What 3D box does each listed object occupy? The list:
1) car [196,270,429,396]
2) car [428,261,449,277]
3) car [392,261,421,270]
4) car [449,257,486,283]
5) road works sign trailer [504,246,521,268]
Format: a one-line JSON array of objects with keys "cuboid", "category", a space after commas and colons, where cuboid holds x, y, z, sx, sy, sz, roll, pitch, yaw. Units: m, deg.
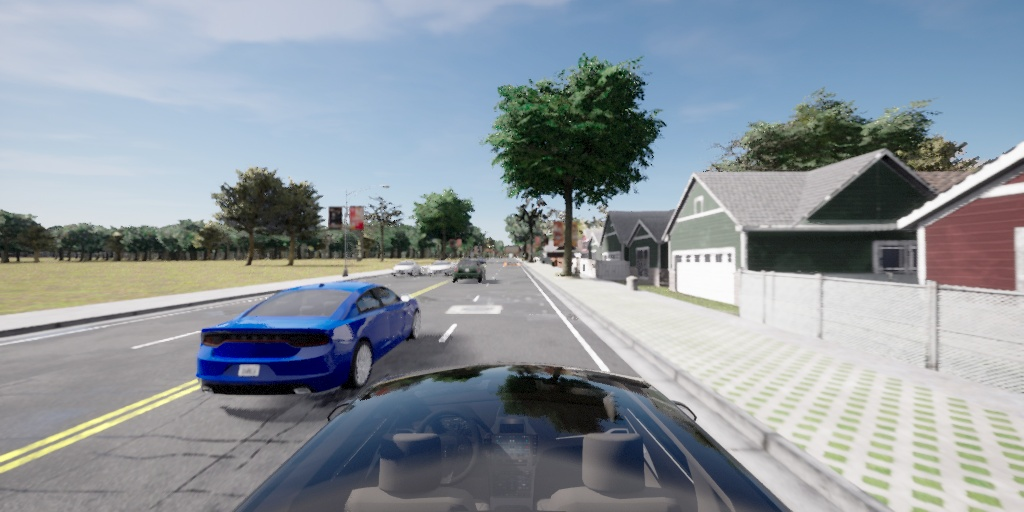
[{"cuboid": [-3.151, 1.209, 6.774, 1.882, 1.535, 5.008, 0, 0, 0], "category": "car"}, {"cuboid": [-6.594, 1.176, 33.768, 1.812, 1.442, 4.674, 0, 0, 0], "category": "car"}, {"cuboid": [-9.844, 1.176, 33.763, 1.812, 1.442, 4.674, 0, 0, 0], "category": "car"}, {"cuboid": [-3.151, 1.018, 27.309, 2.097, 1.767, 4.553, 0, 0, 0], "category": "car"}, {"cuboid": [0.001, 0.073, 57.116, 2.380, 3.560, 2.880, 0, 0, 0], "category": "road works sign trailer"}]
